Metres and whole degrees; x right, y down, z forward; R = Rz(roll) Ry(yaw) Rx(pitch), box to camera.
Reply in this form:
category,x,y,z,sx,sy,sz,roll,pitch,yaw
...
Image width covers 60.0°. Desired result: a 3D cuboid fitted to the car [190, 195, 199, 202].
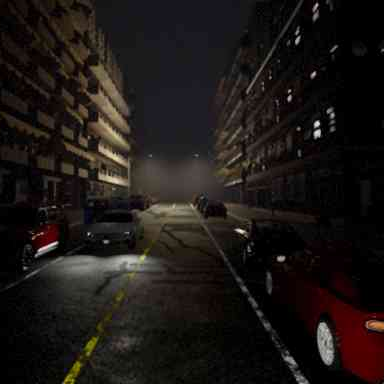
category,x,y,z,sx,sy,sz,roll,pitch,yaw
car,0.580,1.434,71.791,1.802,1.307,4.206,1,0,-2

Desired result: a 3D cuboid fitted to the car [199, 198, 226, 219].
category,x,y,z,sx,sy,sz,roll,pitch,yaw
car,1.848,1.448,27.559,1.887,1.381,4.507,1,0,-2

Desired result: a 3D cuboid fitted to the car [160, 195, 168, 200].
category,x,y,z,sx,sy,sz,roll,pitch,yaw
car,-7.882,1.488,93.744,1.802,1.307,4.206,1,0,-2

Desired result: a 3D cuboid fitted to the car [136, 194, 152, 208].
category,x,y,z,sx,sy,sz,roll,pitch,yaw
car,-6.335,1.232,38.457,2.192,1.841,5.009,1,0,-2

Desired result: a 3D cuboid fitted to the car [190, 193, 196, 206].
category,x,y,z,sx,sy,sz,roll,pitch,yaw
car,1.202,1.179,49.673,2.192,1.841,5.009,1,0,-2

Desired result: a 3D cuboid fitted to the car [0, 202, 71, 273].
category,x,y,z,sx,sy,sz,roll,pitch,yaw
car,-5.564,1.300,10.817,2.192,1.841,5.009,1,0,-2

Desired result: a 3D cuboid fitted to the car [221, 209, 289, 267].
category,x,y,z,sx,sy,sz,roll,pitch,yaw
car,2.310,1.501,10.974,2.008,1.369,4.403,1,0,-2

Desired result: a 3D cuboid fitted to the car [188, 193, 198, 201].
category,x,y,z,sx,sy,sz,roll,pitch,yaw
car,0.276,1.172,82.849,2.192,1.841,5.009,1,0,-2

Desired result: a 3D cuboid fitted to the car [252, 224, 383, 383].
category,x,y,z,sx,sy,sz,roll,pitch,yaw
car,2.464,1.514,5.444,1.887,1.381,4.507,1,0,-2

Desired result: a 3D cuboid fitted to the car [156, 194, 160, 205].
category,x,y,z,sx,sy,sz,roll,pitch,yaw
car,-6.802,1.459,55.044,1.947,1.339,4.313,1,0,-2

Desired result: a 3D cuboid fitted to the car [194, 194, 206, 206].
category,x,y,z,sx,sy,sz,roll,pitch,yaw
car,1.549,1.322,38.617,1.967,1.590,4.097,1,0,-2

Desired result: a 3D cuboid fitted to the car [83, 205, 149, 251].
category,x,y,z,sx,sy,sz,roll,pitch,yaw
car,-3.115,1.489,14.171,1.812,1.442,4.674,0,0,-2

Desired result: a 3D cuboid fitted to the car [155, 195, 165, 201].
category,x,y,z,sx,sy,sz,roll,pitch,yaw
car,-7.419,1.433,77.156,1.887,1.381,4.507,1,0,-2

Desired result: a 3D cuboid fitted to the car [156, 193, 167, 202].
category,x,y,z,sx,sy,sz,roll,pitch,yaw
car,-7.260,1.202,71.627,2.192,1.841,5.009,1,0,-2

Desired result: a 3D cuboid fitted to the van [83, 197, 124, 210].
category,x,y,z,sx,sy,sz,roll,pitch,yaw
van,-5.872,1.293,21.871,1.690,1.788,3.998,1,0,-2

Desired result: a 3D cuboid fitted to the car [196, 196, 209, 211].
category,x,y,z,sx,sy,sz,roll,pitch,yaw
car,1.694,1.436,33.087,1.887,1.381,4.507,1,0,-2

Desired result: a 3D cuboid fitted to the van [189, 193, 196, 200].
category,x,y,z,sx,sy,sz,roll,pitch,yaw
van,0.121,1.204,88.379,1.690,1.788,3.998,1,0,-2

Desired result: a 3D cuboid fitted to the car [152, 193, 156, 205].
category,x,y,z,sx,sy,sz,roll,pitch,yaw
car,-6.489,1.223,43.985,2.192,1.841,5.009,1,0,-2

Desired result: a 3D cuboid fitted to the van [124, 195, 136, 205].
category,x,y,z,sx,sy,sz,roll,pitch,yaw
van,-6.027,1.280,27.401,1.690,1.788,3.998,1,0,-2
